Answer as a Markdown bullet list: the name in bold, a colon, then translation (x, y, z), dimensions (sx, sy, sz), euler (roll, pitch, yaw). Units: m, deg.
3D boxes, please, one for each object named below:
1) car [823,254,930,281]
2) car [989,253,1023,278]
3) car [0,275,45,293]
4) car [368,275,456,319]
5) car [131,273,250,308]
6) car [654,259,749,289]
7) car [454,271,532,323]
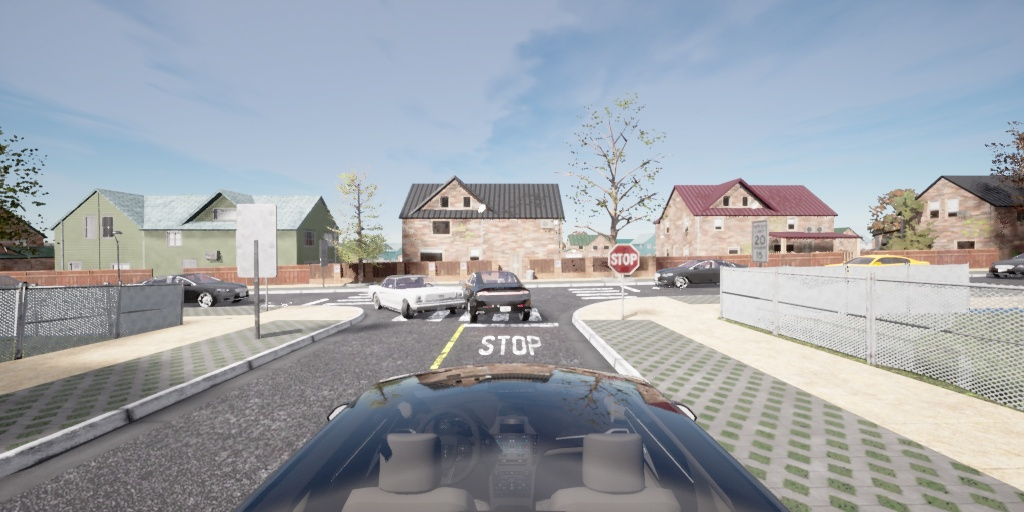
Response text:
- **car**: translation (19.761, 0.690, 19.648), dimensions (5.008, 1.535, 1.882), euler (-1, 1, -1)
- **car**: translation (29.385, 0.478, 19.684), dimensions (4.902, 1.511, 2.128), euler (-1, 1, 0)
- **car**: translation (-24.239, 1.647, 16.519), dimensions (4.553, 1.767, 2.097), euler (-1, 1, 0)
- **car**: translation (-3.602, 1.367, 13.063), dimensions (1.895, 1.301, 4.718), euler (0, 0, -38)
- **car**: translation (-14.902, 1.566, 16.559), dimensions (4.902, 1.511, 2.128), euler (-1, 1, 0)
- **car**: translation (10.331, 0.925, 19.612), dimensions (4.902, 1.511, 2.128), euler (-1, 1, 0)
- **car**: translation (-0.686, 1.242, 12.204), dimensions (2.128, 1.511, 4.902), euler (0, 0, -12)
